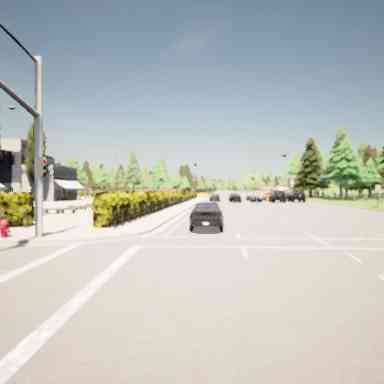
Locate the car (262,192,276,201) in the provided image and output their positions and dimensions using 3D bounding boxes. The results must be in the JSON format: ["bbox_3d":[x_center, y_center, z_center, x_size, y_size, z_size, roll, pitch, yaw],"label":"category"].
[{"bbox_3d":[15.193,0.836,65.661,2.097,1.767,4.553,0,0,5],"label":"car"}]

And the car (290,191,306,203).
[{"bbox_3d":[18.008,0.755,57.400,2.150,2.045,5.566,0,0,5],"label":"car"}]

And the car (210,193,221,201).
[{"bbox_3d":[4.733,1.023,66.576,2.033,1.411,5.357,0,0,5],"label":"car"}]

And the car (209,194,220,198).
[{"bbox_3d":[3.927,1.032,57.023,2.128,1.511,4.902,0,0,5],"label":"car"}]

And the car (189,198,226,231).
[{"bbox_3d":[0.893,1.347,19.470,1.837,1.490,4.892,0,0,4],"label":"car"}]

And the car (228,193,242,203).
[{"bbox_3d":[7.449,1.016,57.143,1.882,1.535,5.008,0,0,5],"label":"car"}]

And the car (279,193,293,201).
[{"bbox_3d":[18.804,0.958,66.832,1.837,1.490,4.892,0,0,5],"label":"car"}]

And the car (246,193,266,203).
[{"bbox_3d":[10.975,1.137,57.295,1.895,1.301,4.718,0,0,5],"label":"car"}]

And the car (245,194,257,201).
[{"bbox_3d":[11.711,1.082,66.017,1.895,1.301,4.718,0,0,5],"label":"car"}]

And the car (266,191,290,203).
[{"bbox_3d":[14.392,0.766,56.168,2.150,2.045,5.566,0,0,5],"label":"car"}]
